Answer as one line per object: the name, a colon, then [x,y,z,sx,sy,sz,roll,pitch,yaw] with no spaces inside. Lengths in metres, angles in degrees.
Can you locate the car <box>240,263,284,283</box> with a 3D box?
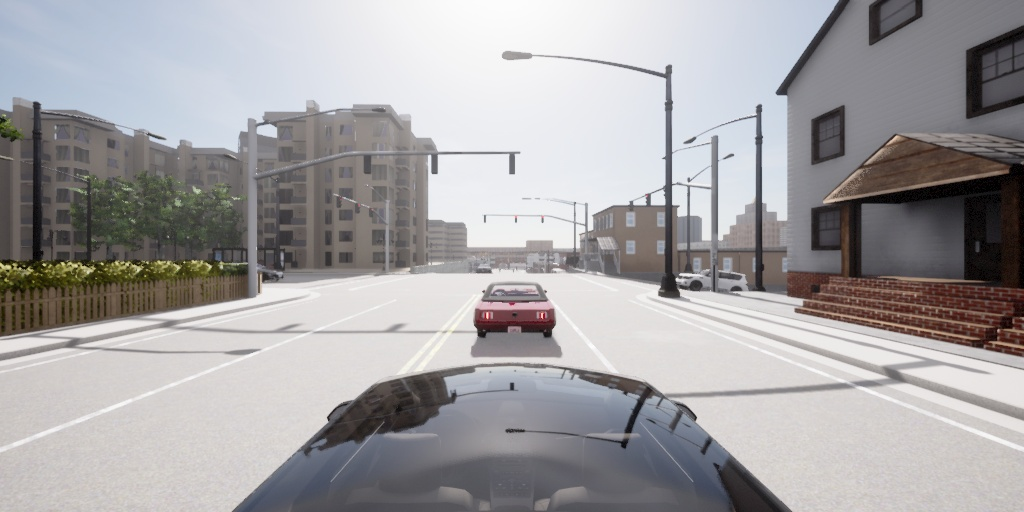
car: [-19.813,1.236,26.887,4.902,1.511,2.128,0,0,1]

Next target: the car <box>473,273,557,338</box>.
car: [0.075,1.349,10.176,1.895,1.301,4.718,0,0,0]

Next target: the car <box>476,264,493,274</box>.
car: [-3.594,1.765,46.859,1.812,1.442,4.674,0,-4,0]

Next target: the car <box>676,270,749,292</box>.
car: [16.761,2.156,30.108,5.566,2.045,2.150,9,0,1]
